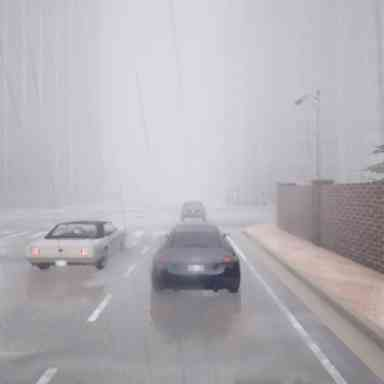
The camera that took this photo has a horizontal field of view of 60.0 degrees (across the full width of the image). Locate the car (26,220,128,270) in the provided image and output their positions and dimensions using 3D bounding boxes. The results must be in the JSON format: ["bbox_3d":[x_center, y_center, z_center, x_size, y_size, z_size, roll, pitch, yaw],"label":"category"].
[{"bbox_3d":[-3.401,1.560,10.884,1.895,1.301,4.718,0,0,0],"label":"car"}]

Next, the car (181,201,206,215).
[{"bbox_3d":[0.095,1.399,25.622,2.033,1.411,5.357,0,0,0],"label":"car"}]

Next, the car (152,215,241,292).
[{"bbox_3d":[0.096,1.531,8.855,1.994,1.385,4.181,0,0,0],"label":"car"}]
